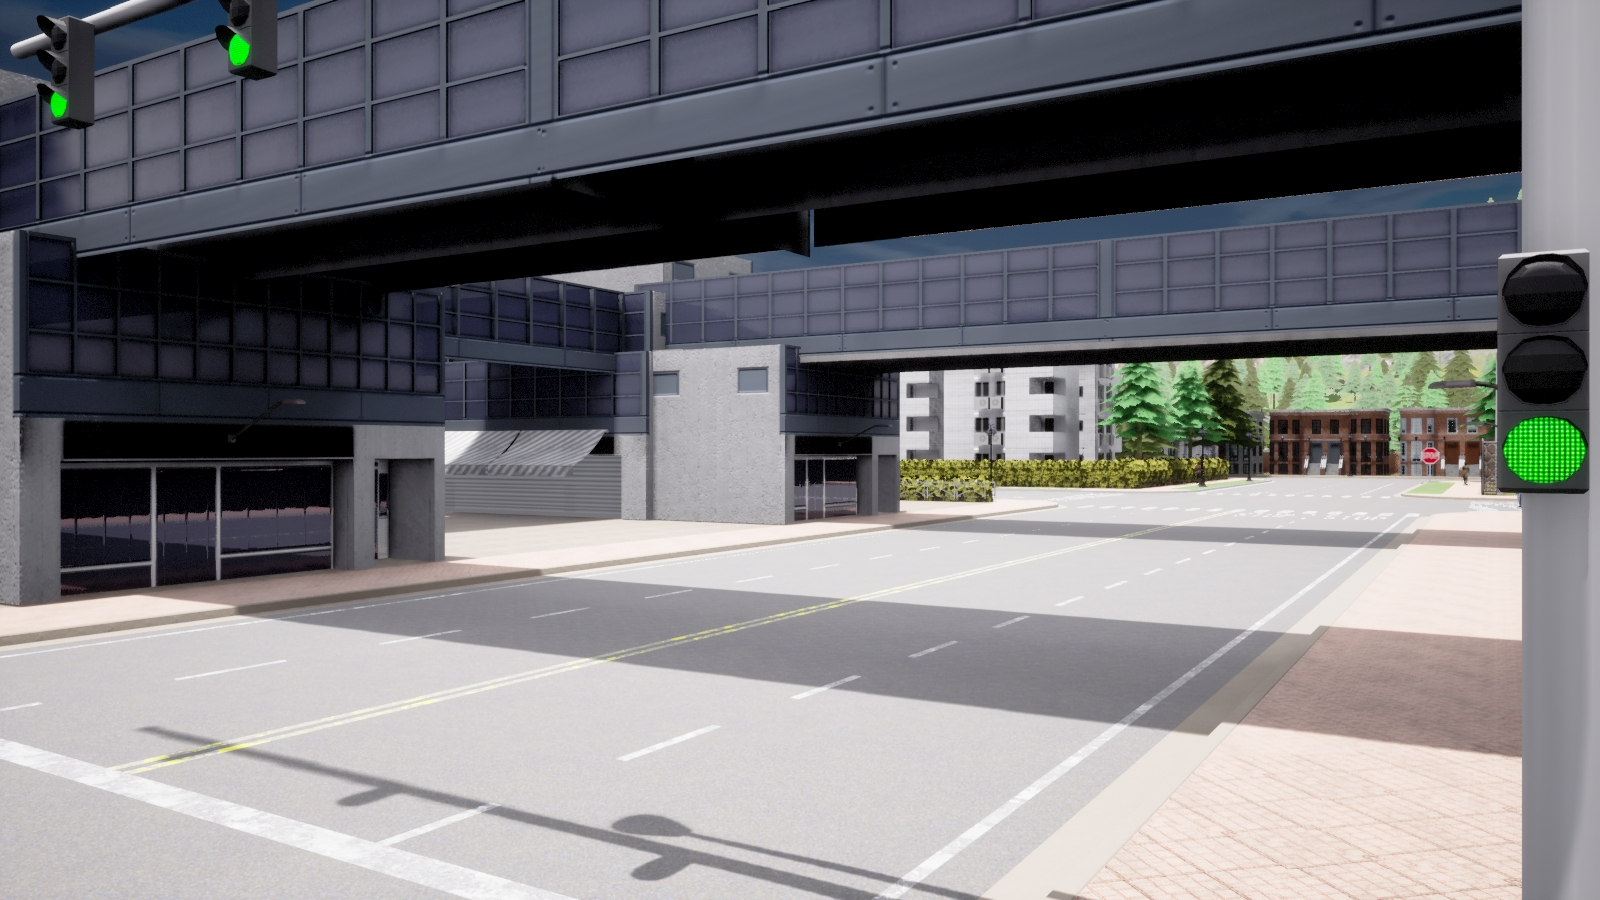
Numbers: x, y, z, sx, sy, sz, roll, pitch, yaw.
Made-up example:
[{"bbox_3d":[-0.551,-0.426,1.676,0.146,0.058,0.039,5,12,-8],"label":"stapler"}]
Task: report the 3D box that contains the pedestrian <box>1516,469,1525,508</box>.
[{"bbox_3d":[34.731,1.849,55.070,0.375,1.860,0.375,0,0,30],"label":"pedestrian"}]
